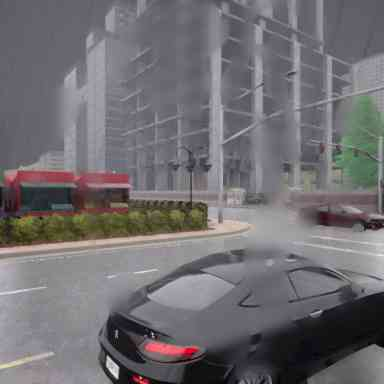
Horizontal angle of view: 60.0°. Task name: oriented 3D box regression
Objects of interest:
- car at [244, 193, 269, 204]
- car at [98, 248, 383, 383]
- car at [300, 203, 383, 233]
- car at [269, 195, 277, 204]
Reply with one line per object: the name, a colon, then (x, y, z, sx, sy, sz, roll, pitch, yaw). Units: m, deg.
car: (10.822, 1.114, 57.643, 1.905, 1.878, 3.866, 0, 0, -36)
car: (1.105, 1.526, 4.573, 4.674, 1.442, 1.812, 0, 0, -35)
car: (8.921, 1.458, 19.997, 1.882, 1.535, 5.008, 0, 0, -36)
car: (13.210, 1.114, 59.359, 1.905, 1.878, 3.866, 0, 0, -36)
